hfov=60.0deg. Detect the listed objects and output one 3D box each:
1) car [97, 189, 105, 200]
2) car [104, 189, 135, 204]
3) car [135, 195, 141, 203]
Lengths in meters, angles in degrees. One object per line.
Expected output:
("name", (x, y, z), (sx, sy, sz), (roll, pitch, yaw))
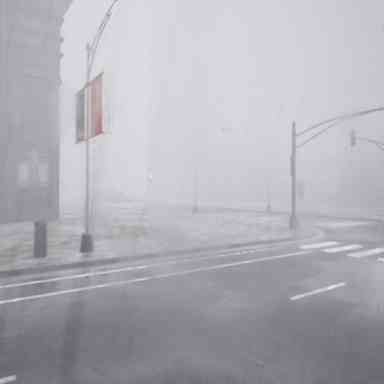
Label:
("car", (-15.932, 0.516, 62.004), (2.150, 2.045, 5.566), (0, 0, -35))
("car", (-10.812, 0.800, 49.479), (2.097, 1.767, 4.553), (0, 1, -35))
("car", (-10.052, 1.029, 53.788), (1.895, 1.301, 4.718), (0, 0, -35))
